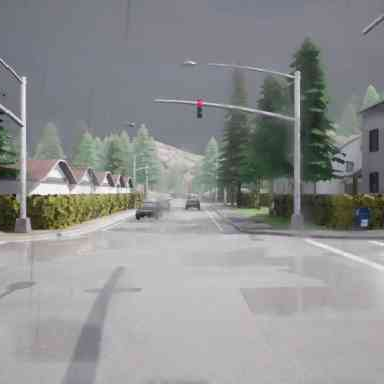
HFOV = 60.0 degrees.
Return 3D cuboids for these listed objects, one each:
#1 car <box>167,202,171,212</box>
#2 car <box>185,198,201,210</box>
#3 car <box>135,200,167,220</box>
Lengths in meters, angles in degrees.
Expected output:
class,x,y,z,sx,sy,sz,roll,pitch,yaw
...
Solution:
class,x,y,z,sx,sy,sz,roll,pitch,yaw
car,-3.567,1.577,38.551,1.994,1.385,4.181,0,0,1
car,0.112,1.519,43.284,1.837,1.490,4.892,0,0,0
car,-3.591,1.557,28.633,2.033,1.411,5.357,0,0,0
